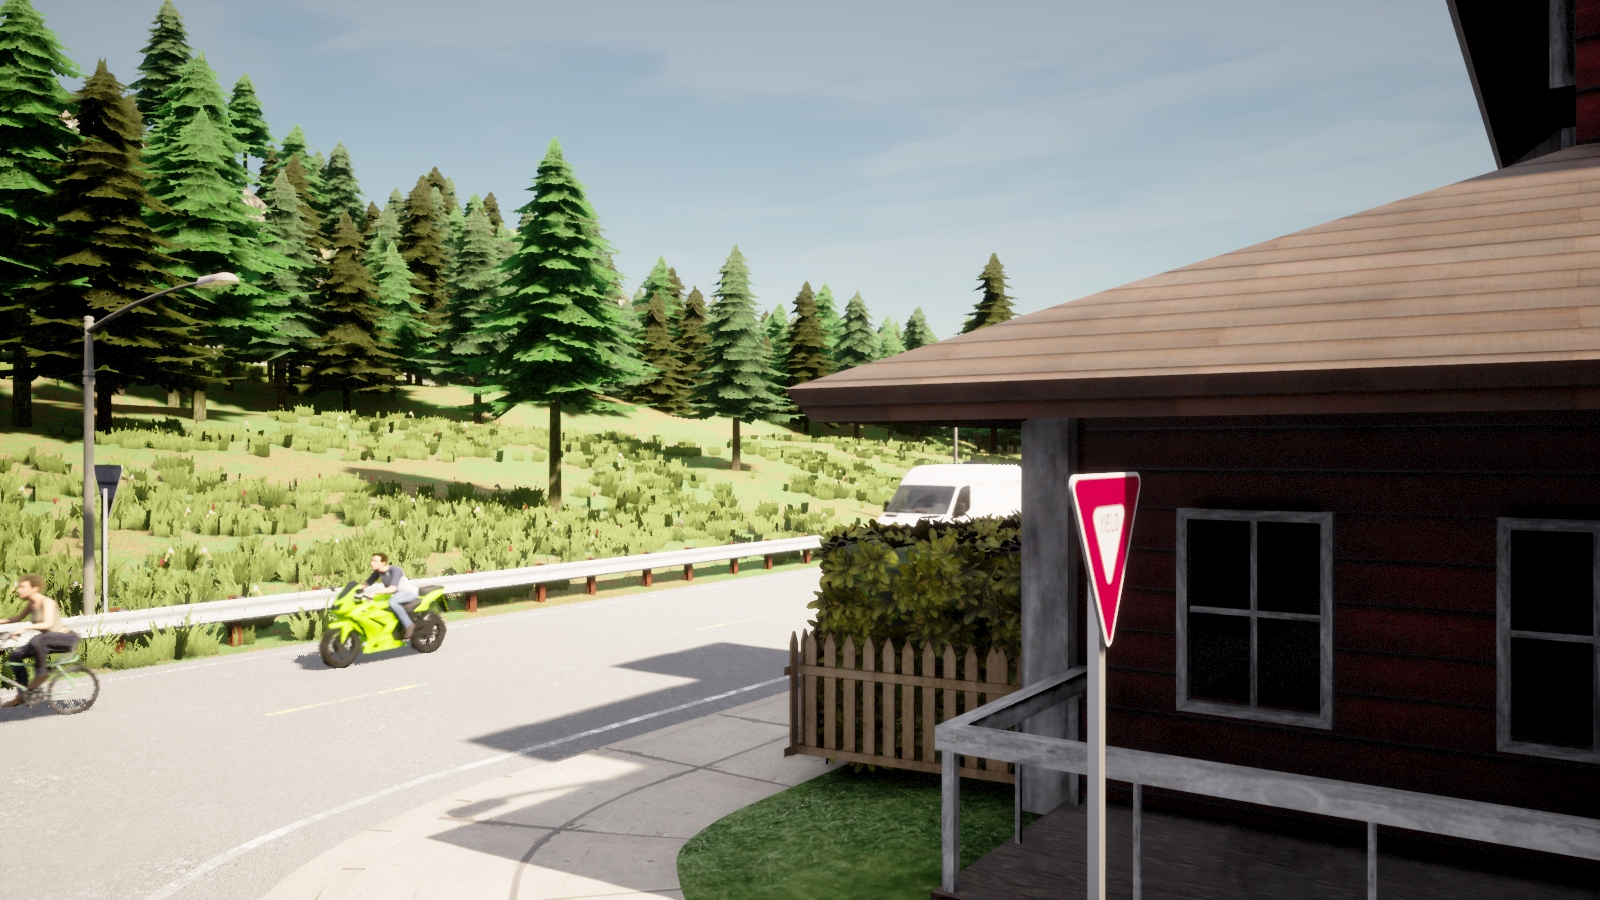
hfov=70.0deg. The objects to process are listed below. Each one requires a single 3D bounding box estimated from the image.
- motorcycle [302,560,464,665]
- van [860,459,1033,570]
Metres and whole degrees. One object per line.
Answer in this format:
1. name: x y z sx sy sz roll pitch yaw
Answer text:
1. motorcycle: -5.762 2.213 15.907 0.803 1.145 2.033 0 0 35
2. van: 3.974 1.534 29.901 1.988 2.561 5.915 0 0 35
